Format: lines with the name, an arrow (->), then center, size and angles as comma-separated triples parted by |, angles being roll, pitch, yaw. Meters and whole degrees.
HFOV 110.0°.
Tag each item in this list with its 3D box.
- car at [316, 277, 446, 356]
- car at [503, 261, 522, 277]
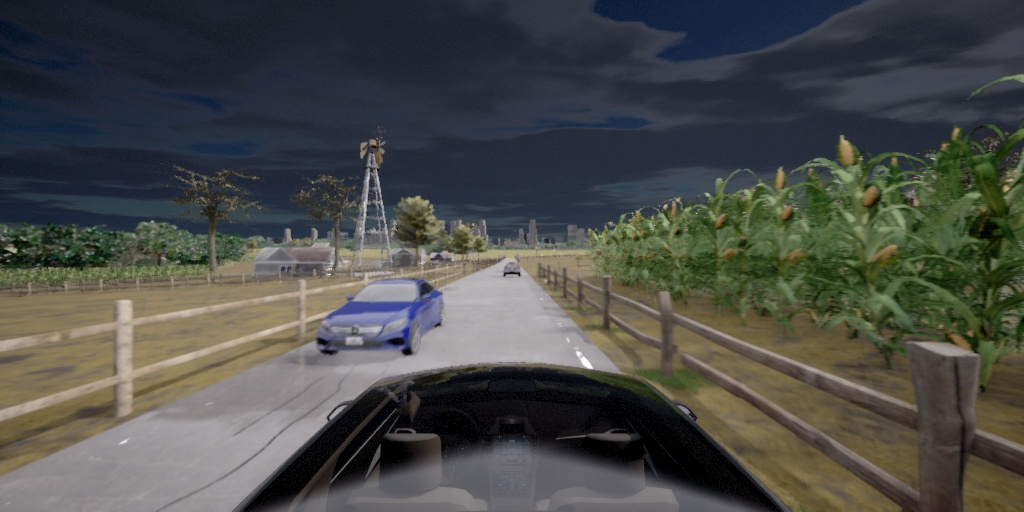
car -> -2.833, 1.273, 8.784 | 1.812, 1.442, 4.674 | 0, 0, 0
car -> 0.004, 1.388, 36.787 | 2.033, 1.411, 5.357 | 0, 0, 0
